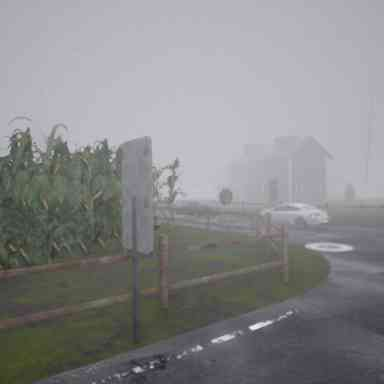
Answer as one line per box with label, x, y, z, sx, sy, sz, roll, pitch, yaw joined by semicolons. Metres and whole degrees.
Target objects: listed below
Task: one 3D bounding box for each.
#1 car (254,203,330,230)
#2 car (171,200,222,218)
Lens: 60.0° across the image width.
car;5.926;1.394;20.167;1.812;1.442;4.674;-3;2;-40
car;0.303;1.416;28.405;2.033;1.411;5.357;-1;1;-36
